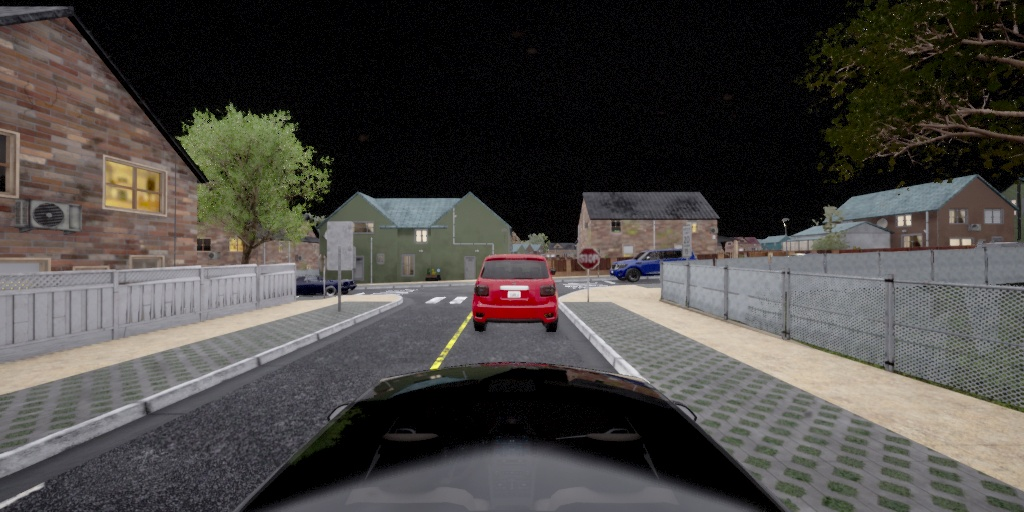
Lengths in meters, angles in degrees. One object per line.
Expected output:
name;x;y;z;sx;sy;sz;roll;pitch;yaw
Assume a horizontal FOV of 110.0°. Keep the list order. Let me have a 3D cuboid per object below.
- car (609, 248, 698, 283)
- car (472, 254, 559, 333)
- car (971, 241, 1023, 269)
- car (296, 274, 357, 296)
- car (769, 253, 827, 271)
car;9.295;0.589;23.543;5.566;2.045;2.150;-2;0;-2
car;0.167;0.973;10.884;2.150;2.045;5.566;0;0;2
car;31.595;-0.076;23.524;4.553;1.767;2.097;-2;0;-1
car;-11.637;1.723;20.821;4.718;1.301;1.895;-2;0;0
car;19.089;0.540;23.587;4.674;1.442;1.812;-2;0;0
